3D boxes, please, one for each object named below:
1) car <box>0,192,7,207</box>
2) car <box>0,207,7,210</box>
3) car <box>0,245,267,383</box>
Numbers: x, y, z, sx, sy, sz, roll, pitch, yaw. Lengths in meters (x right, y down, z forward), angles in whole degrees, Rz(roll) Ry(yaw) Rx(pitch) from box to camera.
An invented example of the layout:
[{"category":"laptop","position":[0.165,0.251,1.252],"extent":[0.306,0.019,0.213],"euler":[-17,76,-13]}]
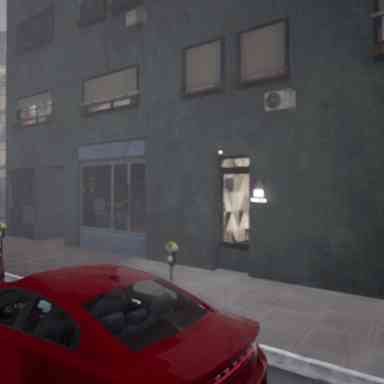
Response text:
[{"category":"car","position":[-18.927,0.987,32.130],"extent":[2.192,1.841,5.009],"euler":[2,2,35]},{"category":"car","position":[-5.935,1.302,7.026],"extent":[5.009,1.841,2.192],"euler":[0,0,35]},{"category":"car","position":[-1.410,1.540,3.850],"extent":[4.507,1.381,1.887],"euler":[0,0,35]}]
